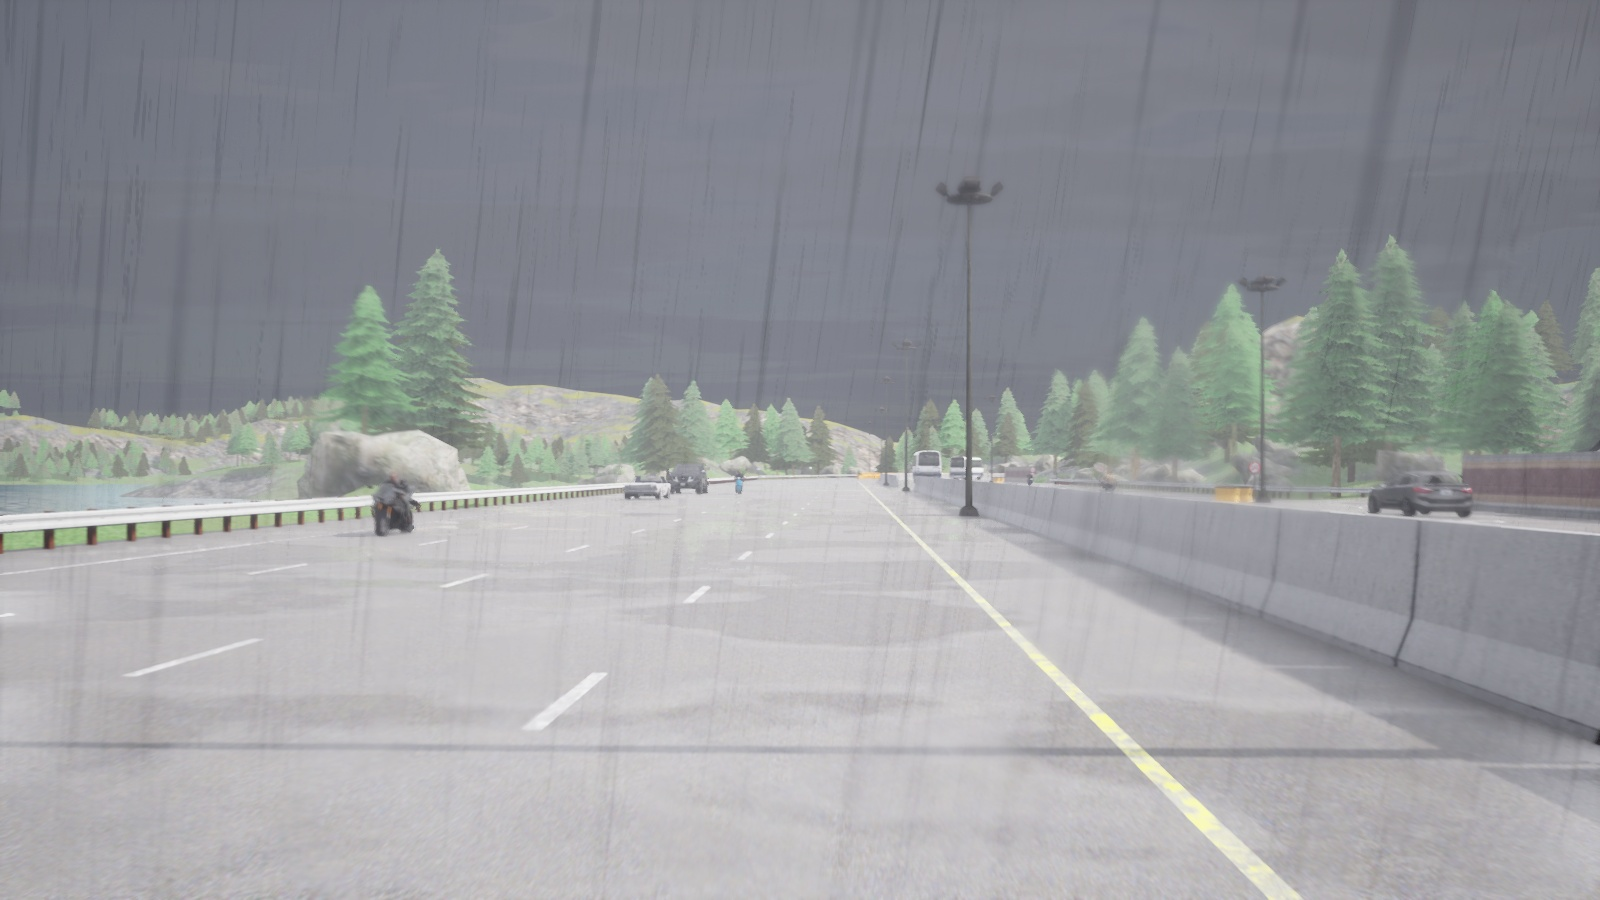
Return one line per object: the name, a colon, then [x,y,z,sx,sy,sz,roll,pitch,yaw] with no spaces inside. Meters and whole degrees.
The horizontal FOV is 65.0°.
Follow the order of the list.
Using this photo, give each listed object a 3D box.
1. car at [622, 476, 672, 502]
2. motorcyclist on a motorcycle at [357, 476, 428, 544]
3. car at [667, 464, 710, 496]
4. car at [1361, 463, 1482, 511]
car: [-8.049,2.059,66.476,1.895,1.301,4.718,0,-1,2]
motorcyclist on a motorcycle: [-9.505,1.378,29.380,0.866,1.530,2.191,0,-1,2]
car: [-7.386,1.959,83.428,2.150,2.045,5.566,0,-1,2]
car: [22.674,1.341,46.031,2.242,1.667,4.611,0,-1,2]
